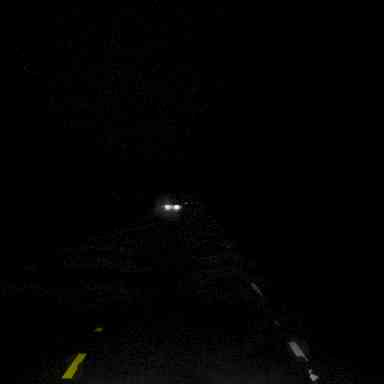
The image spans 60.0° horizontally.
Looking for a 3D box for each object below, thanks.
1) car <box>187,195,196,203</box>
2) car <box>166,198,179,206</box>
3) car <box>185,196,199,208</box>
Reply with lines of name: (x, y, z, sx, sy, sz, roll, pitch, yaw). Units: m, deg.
car: (-0.075, 1.451, 67.437, 1.882, 1.535, 5.008, 0, 0, 0)
car: (-3.208, 1.567, 55.129, 1.895, 1.301, 4.718, 0, 0, 0)
car: (-0.021, 1.513, 46.243, 2.033, 1.411, 5.357, 0, 0, 0)
